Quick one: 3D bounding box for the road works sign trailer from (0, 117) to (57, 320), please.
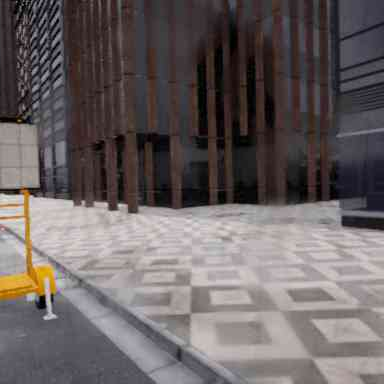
[{"bbox_3d":[-4.071,0.392,6.129,2.380,3.560,2.880,-3,2,-36],"label":"road works sign trailer"}]
